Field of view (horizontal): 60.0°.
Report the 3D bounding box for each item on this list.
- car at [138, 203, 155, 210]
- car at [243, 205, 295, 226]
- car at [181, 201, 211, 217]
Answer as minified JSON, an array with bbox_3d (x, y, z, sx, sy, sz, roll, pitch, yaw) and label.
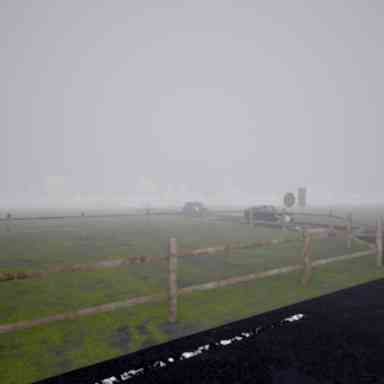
[{"bbox_3d":[-7.975,2.534,58.072,1.895,1.301,4.718,1,-1,-23],"label":"car"},{"bbox_3d":[5.867,1.770,25.845,2.128,1.511,4.902,1,-1,-23],"label":"car"},{"bbox_3d":[0.465,1.886,38.343,2.097,1.767,4.553,1,-1,-23],"label":"car"}]
